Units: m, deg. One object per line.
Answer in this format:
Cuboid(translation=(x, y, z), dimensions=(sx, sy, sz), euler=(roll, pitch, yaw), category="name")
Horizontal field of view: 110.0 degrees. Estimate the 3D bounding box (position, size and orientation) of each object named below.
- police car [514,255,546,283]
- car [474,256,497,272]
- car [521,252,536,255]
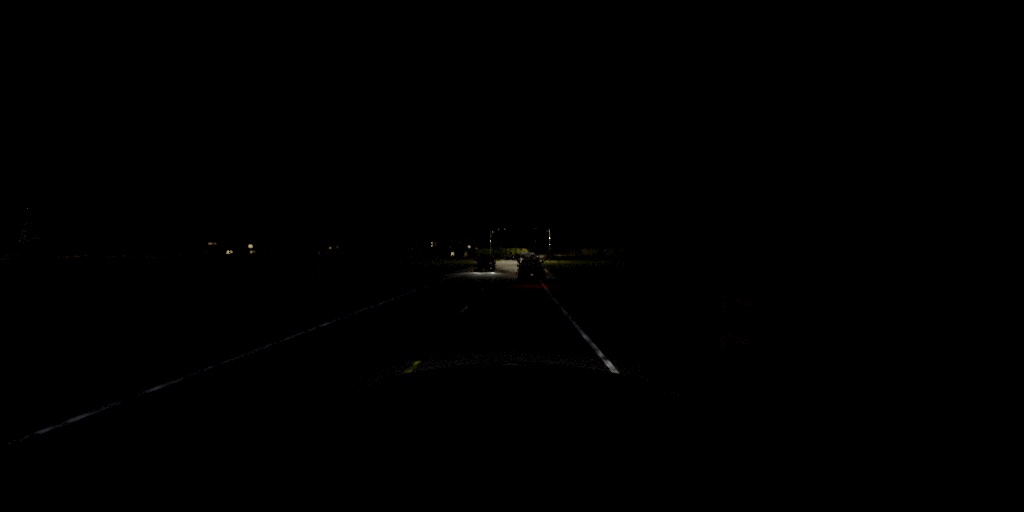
Cuboid(translation=(1.326, 0.959, 25.394), dimensions=(1.930, 1.638, 5.238), euler=(0, 1, 1), category="police car")
Cuboid(translation=(-2.856, 0.746, 38.834), dimensions=(2.097, 1.767, 4.553), euler=(0, 1, 3), category="car")
Cuboid(translation=(1.849, 0.603, 41.256), dimensions=(2.150, 2.045, 5.566), euler=(0, 1, 2), category="car")
